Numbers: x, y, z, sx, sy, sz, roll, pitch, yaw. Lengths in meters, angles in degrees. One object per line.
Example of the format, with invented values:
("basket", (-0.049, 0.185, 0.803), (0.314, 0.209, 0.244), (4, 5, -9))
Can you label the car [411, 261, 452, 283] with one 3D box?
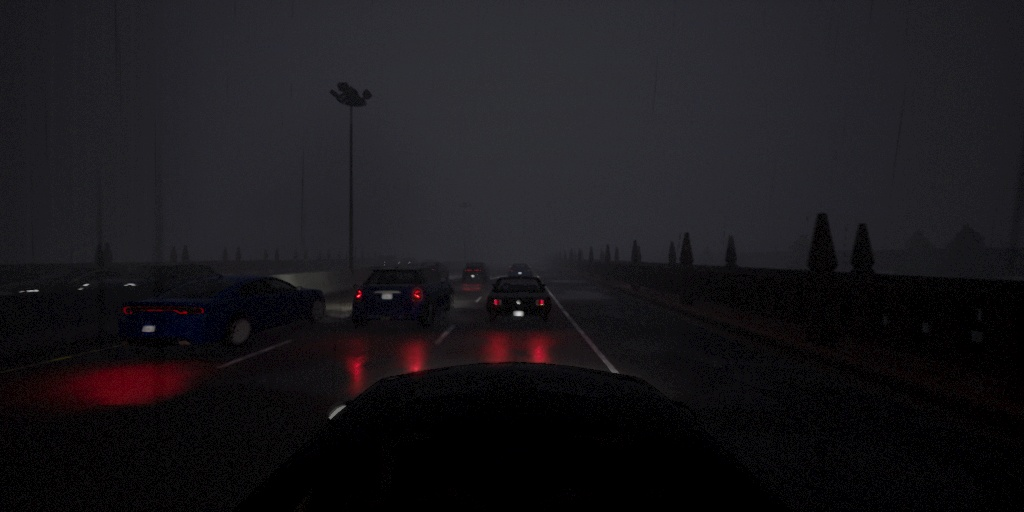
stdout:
("car", (-6.351, 1.215, 28.913), (2.128, 1.511, 4.902), (0, 0, 2))

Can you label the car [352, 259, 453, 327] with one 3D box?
("car", (-3.267, 1.092, 11.614), (2.097, 1.767, 4.553), (0, 0, 1))

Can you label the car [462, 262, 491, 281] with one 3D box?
("car", (-2.847, 1.230, 29.036), (1.837, 1.490, 4.892), (0, 0, 1))

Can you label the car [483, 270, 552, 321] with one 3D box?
("car", (0.239, 1.342, 12.380), (1.895, 1.301, 4.718), (0, 0, 1))

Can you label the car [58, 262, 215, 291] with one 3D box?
("car", (-13.926, 1.086, 14.184), (2.097, 1.767, 4.553), (0, 0, 1))

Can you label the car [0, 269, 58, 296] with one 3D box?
("car", (-17.418, 1.223, 14.639), (2.128, 1.511, 4.902), (0, 0, 1))

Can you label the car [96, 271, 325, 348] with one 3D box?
("car", (-6.815, 1.218, 9.240), (1.882, 1.535, 5.008), (0, 0, 1))

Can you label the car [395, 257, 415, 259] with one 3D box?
("car", (-16.281, 1.049, 56.334), (2.097, 1.767, 4.553), (0, 0, 2))

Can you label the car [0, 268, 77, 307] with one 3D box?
("car", (-20.930, 1.257, 14.127), (1.812, 1.442, 4.674), (0, 0, 1))

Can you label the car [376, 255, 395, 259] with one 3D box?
("car", (-19.781, 0.916, 56.091), (2.150, 2.045, 5.566), (0, 0, 2))

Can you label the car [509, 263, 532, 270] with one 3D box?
("car", (0.677, 1.290, 29.862), (1.994, 1.385, 4.181), (0, 0, 1))
